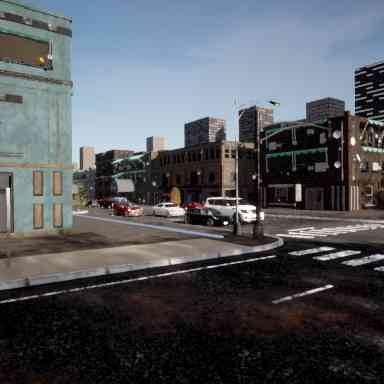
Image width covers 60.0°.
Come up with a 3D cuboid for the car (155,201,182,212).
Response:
[{"bbox_3d":[-3.291,1.965,45.629,1.802,1.307,4.206,-2,0,-36],"label":"car"}]

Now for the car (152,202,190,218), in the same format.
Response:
[{"bbox_3d":[-2.541,1.862,34.640,1.812,1.442,4.674,-1,0,-35],"label":"car"}]

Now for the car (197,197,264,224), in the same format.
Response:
[{"bbox_3d":[3.160,1.445,26.655,2.150,2.045,5.566,-1,0,-35],"label":"car"}]

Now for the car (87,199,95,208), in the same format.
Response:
[{"bbox_3d":[-19.197,2.158,63.446,2.128,1.511,4.902,-1,0,-36],"label":"car"}]

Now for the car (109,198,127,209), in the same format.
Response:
[{"bbox_3d":[-8.584,1.931,43.112,1.882,1.535,5.008,-1,0,-35],"label":"car"}]

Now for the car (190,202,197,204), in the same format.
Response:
[{"bbox_3d":[-0.074,1.903,41.126,1.802,1.307,4.206,-2,0,-36],"label":"car"}]

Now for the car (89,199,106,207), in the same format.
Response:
[{"bbox_3d":[-19.384,2.227,68.145,1.887,1.381,4.507,-1,0,-36],"label":"car"}]

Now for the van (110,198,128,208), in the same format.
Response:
[{"bbox_3d":[-12.952,1.906,59.138,1.690,1.788,3.998,-1,0,-36],"label":"van"}]

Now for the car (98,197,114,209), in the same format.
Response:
[{"bbox_3d":[-13.423,2.066,55.365,1.837,1.490,4.892,-1,0,-36],"label":"car"}]

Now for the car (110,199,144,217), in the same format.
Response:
[{"bbox_3d":[-6.894,1.846,36.251,1.967,1.590,4.097,-1,0,-36],"label":"car"}]

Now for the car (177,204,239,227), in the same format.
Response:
[{"bbox_3d":[1.079,1.814,24.891,1.947,1.339,4.313,-2,0,-36],"label":"car"}]

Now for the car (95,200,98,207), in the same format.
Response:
[{"bbox_3d":[-16.171,1.939,63.641,2.192,1.841,5.009,-1,0,-36],"label":"car"}]
